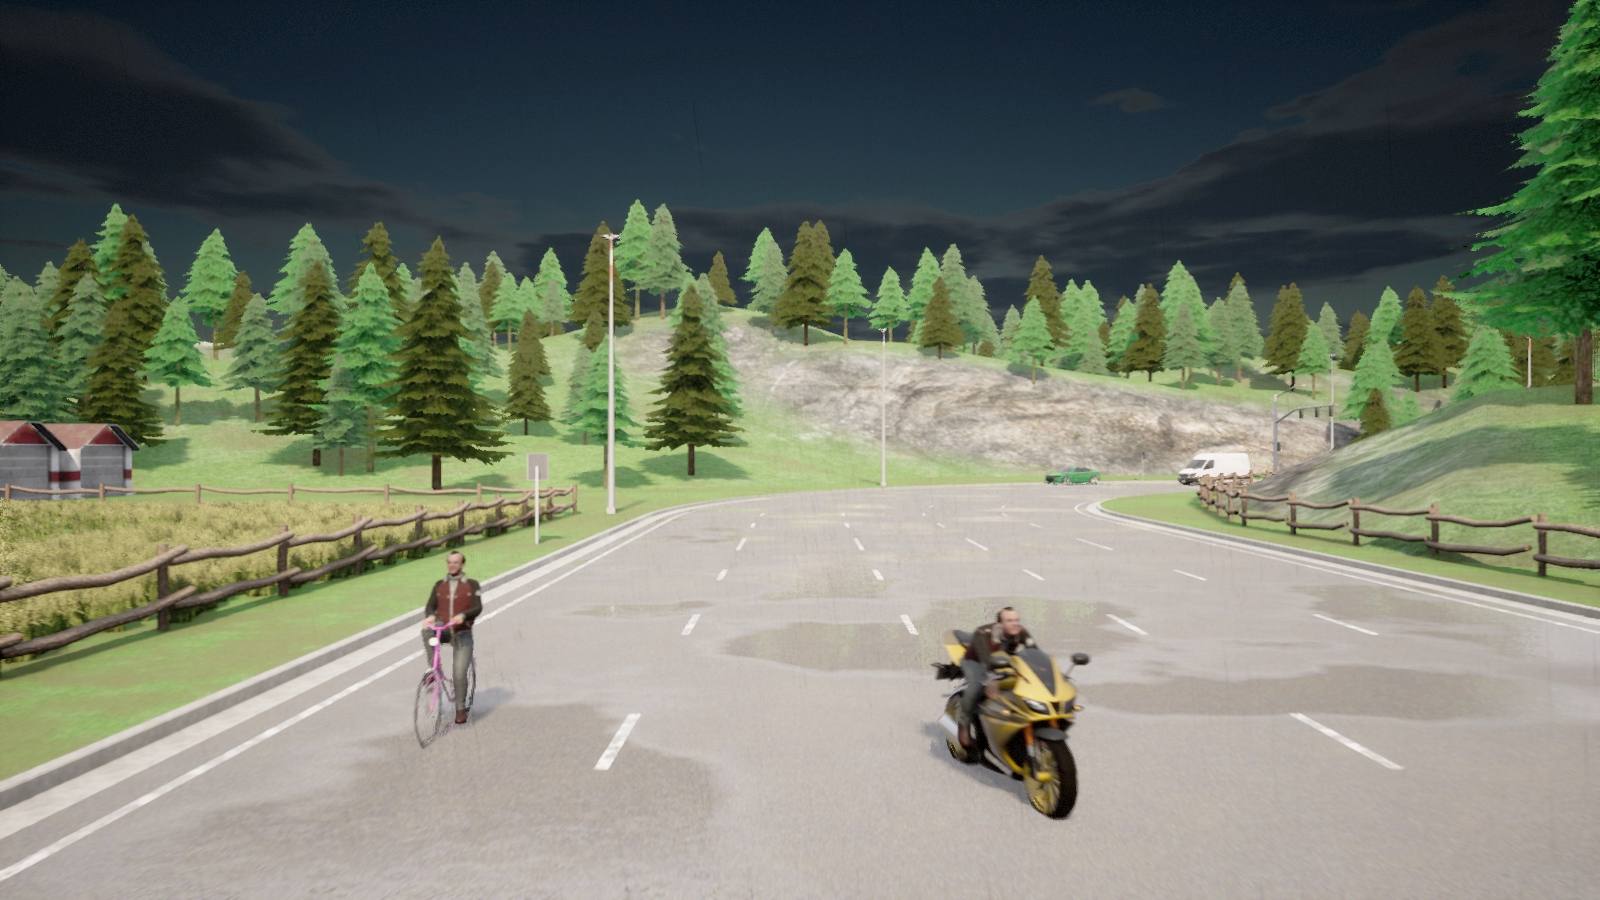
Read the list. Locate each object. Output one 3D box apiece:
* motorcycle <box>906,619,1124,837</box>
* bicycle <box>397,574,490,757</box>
[{"bbox_3d":[1.703,2.205,9.531,0.867,1.251,2.209,1,0,-16],"label":"motorcycle"},{"bbox_3d":[-3.492,2.060,11.310,0.329,1.471,1.835,0,0,1],"label":"bicycle"}]
